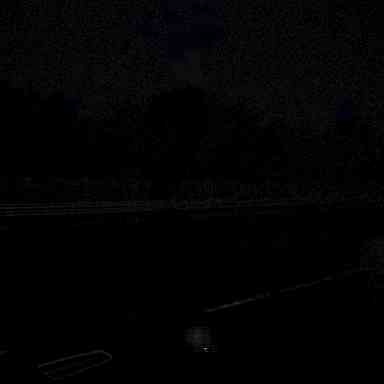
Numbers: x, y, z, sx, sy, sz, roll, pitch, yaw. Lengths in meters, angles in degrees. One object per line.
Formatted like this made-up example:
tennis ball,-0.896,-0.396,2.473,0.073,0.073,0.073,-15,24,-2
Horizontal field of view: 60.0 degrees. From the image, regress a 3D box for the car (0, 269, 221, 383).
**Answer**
car,-2.413,1.226,2.017,5.566,2.045,2.150,0,0,-35
